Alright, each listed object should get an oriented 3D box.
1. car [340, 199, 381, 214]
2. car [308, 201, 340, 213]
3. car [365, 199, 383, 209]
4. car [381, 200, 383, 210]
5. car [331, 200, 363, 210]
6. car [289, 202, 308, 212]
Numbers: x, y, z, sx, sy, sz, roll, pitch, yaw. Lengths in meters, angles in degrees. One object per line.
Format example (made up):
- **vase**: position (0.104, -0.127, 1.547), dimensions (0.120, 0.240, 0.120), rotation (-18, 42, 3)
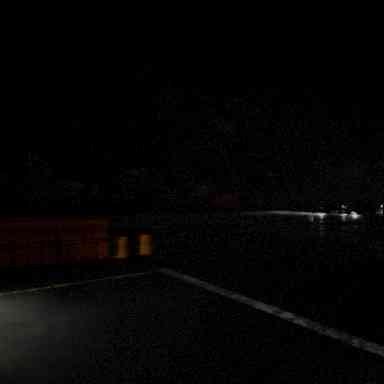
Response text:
- **car**: position (20.354, 1.871, 40.050), dimensions (4.892, 1.490, 1.837), rotation (1, 0, -36)
- **car**: position (17.285, 1.859, 42.159), dimensions (4.892, 1.490, 1.837), rotation (1, 0, -36)
- **car**: position (31.737, 2.031, 56.672), dimensions (4.902, 1.511, 2.128), rotation (1, 0, -36)
- **car**: position (25.282, 1.796, 47.856), dimensions (4.553, 1.767, 2.097), rotation (1, 0, -35)
- **car**: position (23.768, 1.997, 51.059), dimensions (5.357, 1.411, 2.033), rotation (1, 0, -35)
- **car**: position (15.337, 1.956, 45.068), dimensions (4.718, 1.301, 1.895), rotation (1, 0, -36)
